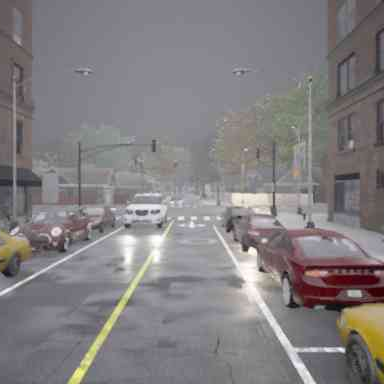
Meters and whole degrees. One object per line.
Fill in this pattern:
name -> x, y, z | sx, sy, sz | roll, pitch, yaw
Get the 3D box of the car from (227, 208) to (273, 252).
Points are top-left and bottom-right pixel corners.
car -> 2.632, 1.499, 13.144 | 1.802, 1.307, 4.206 | 0, 0, 0

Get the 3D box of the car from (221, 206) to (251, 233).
car -> 2.629, 1.449, 18.663 | 1.947, 1.339, 4.313 | 0, 0, 0

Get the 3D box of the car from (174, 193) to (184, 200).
car -> -3.123, 1.077, 81.719 | 2.128, 1.511, 4.902 | 0, 0, 0

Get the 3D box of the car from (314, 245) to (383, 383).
car -> 2.636, 1.510, 2.278 | 1.752, 1.417, 4.829 | 0, 0, 0

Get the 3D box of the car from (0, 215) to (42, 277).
car -> -5.391, 1.479, 7.449 | 1.752, 1.417, 4.829 | 0, 0, 0

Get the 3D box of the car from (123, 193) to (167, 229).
car -> -2.759, 1.094, 20.871 | 2.150, 2.045, 5.566 | 0, 0, 0

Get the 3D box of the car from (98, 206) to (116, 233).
car -> -5.396, 1.466, 18.658 | 1.802, 1.307, 4.206 | 0, 0, 0

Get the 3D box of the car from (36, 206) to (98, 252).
car -> -5.393, 1.359, 13.138 | 1.967, 1.590, 4.097 | 0, 0, 0

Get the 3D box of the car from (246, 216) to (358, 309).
car -> 2.634, 1.496, 7.626 | 1.887, 1.381, 4.507 | 0, 0, 0

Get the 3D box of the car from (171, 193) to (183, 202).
car -> -3.085, 1.128, 66.257 | 1.837, 1.490, 4.892 | 0, 1, 0
